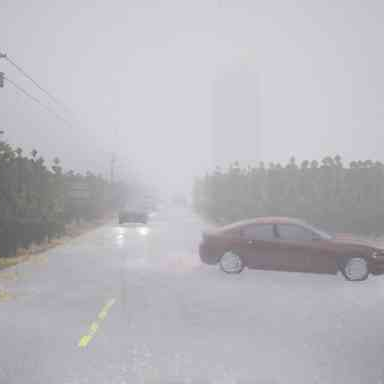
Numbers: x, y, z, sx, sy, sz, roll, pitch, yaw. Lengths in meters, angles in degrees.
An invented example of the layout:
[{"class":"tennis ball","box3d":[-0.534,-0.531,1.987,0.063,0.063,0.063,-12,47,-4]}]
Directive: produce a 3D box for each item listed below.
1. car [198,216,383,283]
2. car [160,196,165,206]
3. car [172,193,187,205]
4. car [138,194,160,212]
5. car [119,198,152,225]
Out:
[{"class":"car","box3d":[2.668,1.474,9.437,5.008,1.535,1.882,0,2,14]},{"class":"car","box3d":[-5.600,1.455,55.737,1.882,1.535,5.008,0,0,2]},{"class":"car","box3d":[-2.161,1.198,57.750,2.150,2.045,5.566,0,0,2]},{"class":"car","box3d":[-5.278,1.206,38.497,2.150,2.045,5.566,0,0,-3]},{"class":"car","box3d":[-4.193,1.468,24.520,1.882,1.535,5.008,0,1,-4]}]
